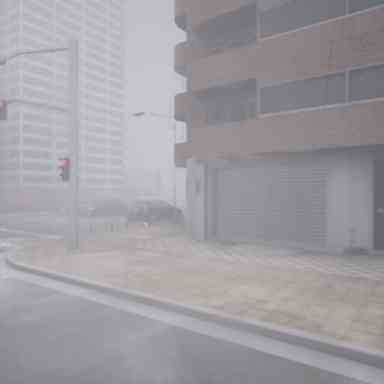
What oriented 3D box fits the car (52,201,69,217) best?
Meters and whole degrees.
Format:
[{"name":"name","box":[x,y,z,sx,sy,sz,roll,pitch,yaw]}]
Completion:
[{"name":"car","box":[-10.877,1.356,31.572,2.097,1.767,4.553,0,0,35]}]

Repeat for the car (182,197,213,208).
[{"name":"car","box":[0.876,1.488,47.976,1.882,1.535,5.008,0,0,36]}]

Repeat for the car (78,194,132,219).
[{"name":"car","box":[-7.954,1.356,29.643,2.097,1.767,4.553,0,0,35]}]

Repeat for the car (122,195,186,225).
[{"name":"car","box":[-2.596,1.356,24.747,2.097,1.767,4.553,0,0,35]}]
